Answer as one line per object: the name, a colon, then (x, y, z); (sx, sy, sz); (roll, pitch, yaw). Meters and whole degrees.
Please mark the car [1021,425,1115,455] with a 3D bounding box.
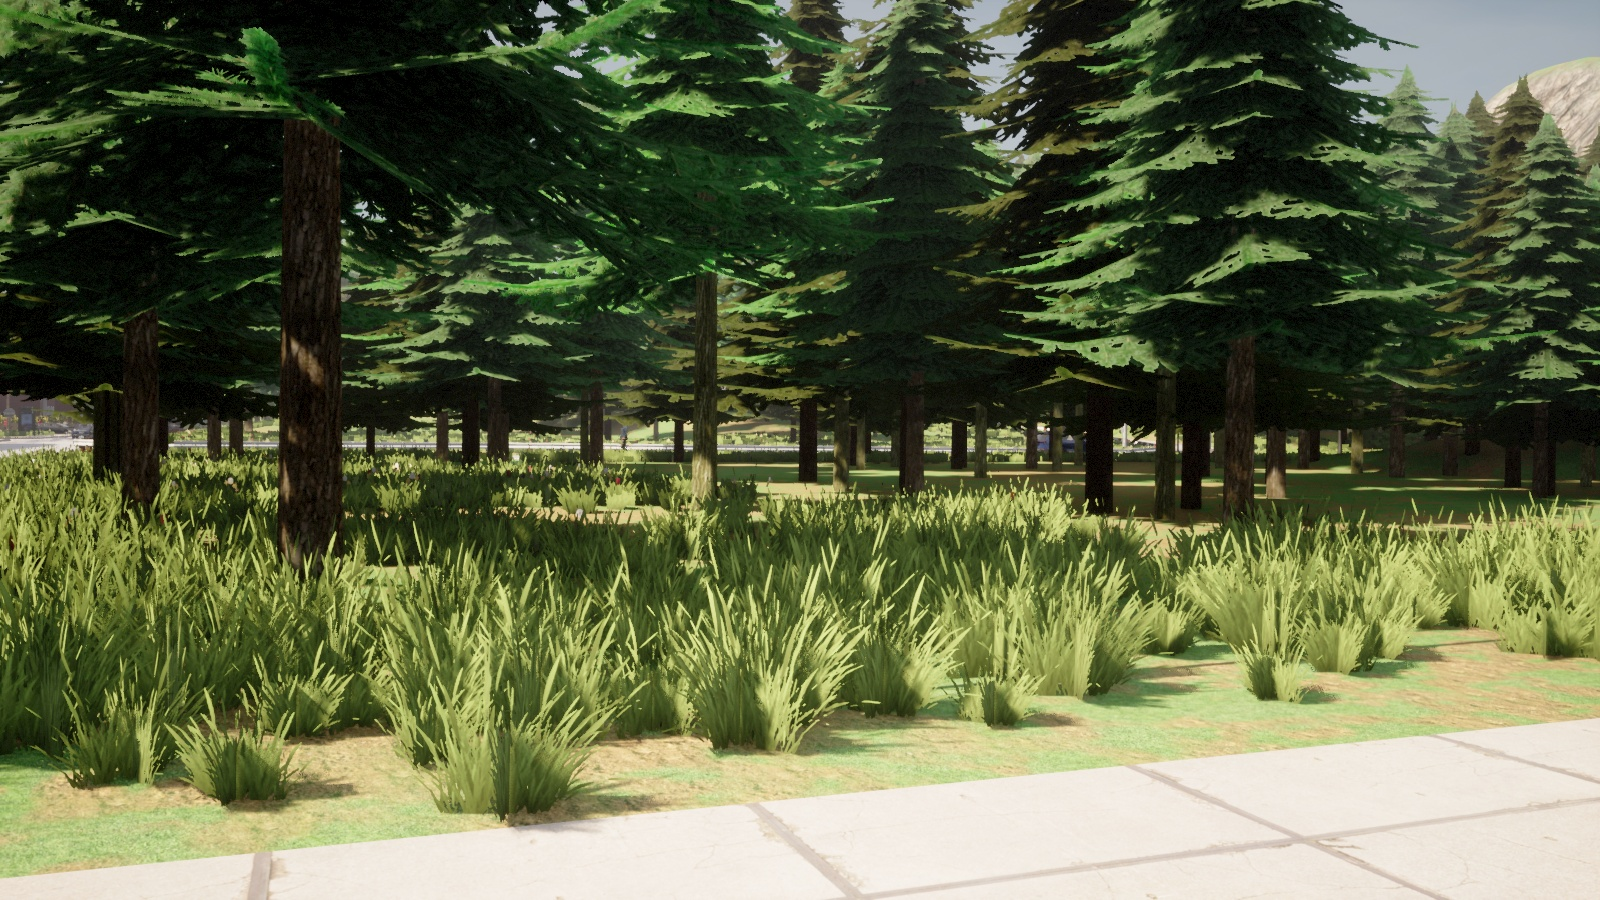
car: (15.093, -0.577, 70.702); (4.856, 1.649, 2.033); (-1, 1, -22)
